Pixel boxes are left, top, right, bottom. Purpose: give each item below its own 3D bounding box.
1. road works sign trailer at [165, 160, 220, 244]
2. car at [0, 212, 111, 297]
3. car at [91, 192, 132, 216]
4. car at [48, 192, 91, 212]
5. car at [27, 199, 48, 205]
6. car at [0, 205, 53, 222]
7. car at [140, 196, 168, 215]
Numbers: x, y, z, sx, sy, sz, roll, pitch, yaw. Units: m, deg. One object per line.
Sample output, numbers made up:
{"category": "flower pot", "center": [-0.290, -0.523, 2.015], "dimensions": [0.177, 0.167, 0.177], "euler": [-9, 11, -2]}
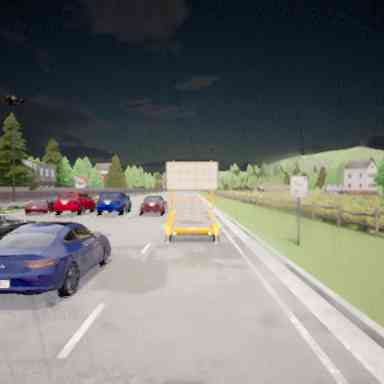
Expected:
{"category": "road works sign trailer", "center": [0.008, 0.337, 15.037], "dimensions": [2.380, 3.560, 2.880], "euler": [0, 0, 0]}
{"category": "car", "center": [-3.409, 1.456, 8.258], "dimensions": [1.812, 1.442, 4.674], "euler": [0, 0, 0]}
{"category": "car", "center": [-6.884, 0.972, 29.763], "dimensions": [2.150, 2.045, 5.566], "euler": [0, 0, 0]}
{"category": "car", "center": [-10.383, 0.972, 29.760], "dimensions": [2.150, 2.045, 5.566], "euler": [0, 0, 0]}
{"category": "car", "center": [-13.884, 1.303, 31.274], "dimensions": [1.994, 1.385, 4.181], "euler": [0, 0, 0]}
{"category": "car", "center": [-6.894, 1.397, 11.249], "dimensions": [2.128, 1.511, 4.902], "euler": [0, 1, 0]}
{"category": "car", "center": [-3.384, 1.099, 30.180], "dimensions": [2.097, 1.767, 4.553], "euler": [0, 0, 0]}
